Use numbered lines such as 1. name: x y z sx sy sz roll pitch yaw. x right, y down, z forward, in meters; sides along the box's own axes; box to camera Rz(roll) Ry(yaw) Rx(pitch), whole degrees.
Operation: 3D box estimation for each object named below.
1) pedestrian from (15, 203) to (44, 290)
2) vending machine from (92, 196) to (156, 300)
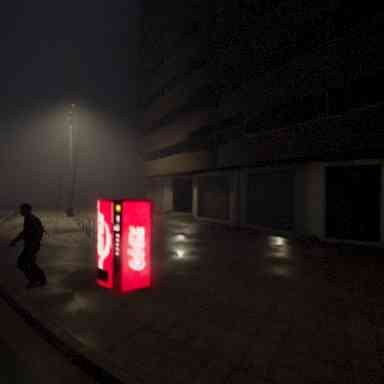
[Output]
1. pedestrian: -3.368 1.080 6.889 0.375 1.860 0.375 0 0 -40
2. vending machine: -1.529 1.146 7.472 1.100 2.100 0.880 0 0 -41
